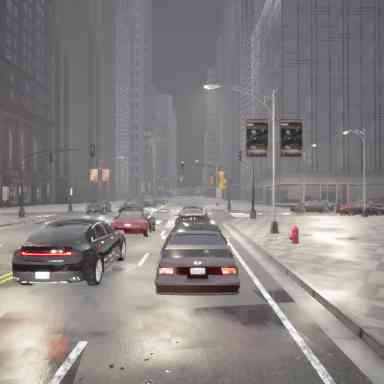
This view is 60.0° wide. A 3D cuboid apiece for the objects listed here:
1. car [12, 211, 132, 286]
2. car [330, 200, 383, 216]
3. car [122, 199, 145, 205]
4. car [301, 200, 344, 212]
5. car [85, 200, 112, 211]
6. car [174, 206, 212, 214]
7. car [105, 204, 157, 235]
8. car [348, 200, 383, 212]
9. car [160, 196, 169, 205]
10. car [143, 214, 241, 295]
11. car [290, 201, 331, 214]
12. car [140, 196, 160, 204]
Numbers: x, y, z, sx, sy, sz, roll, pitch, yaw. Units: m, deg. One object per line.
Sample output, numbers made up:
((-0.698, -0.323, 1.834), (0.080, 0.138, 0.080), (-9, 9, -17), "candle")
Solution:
((-3.149, 1.516, 9.437), (1.837, 1.490, 4.892), (0, 0, 0), "car")
((15.321, 1.576, 30.320), (4.206, 1.307, 1.802), (0, 0, -1), "car")
((-6.594, 1.723, 35.202), (1.895, 1.301, 4.718), (0, -1, 0), "car")
((15.192, 1.661, 38.843), (4.313, 1.339, 1.947), (0, 0, -1), "car")
((-9.845, 1.632, 35.373), (1.837, 1.490, 4.892), (0, 0, 0), "car")
((0.050, 1.543, 18.592), (1.837, 1.490, 4.892), (0, 0, 1), "car")
((-3.147, 1.601, 18.338), (1.994, 1.385, 4.181), (0, 0, 0), "car")
((20.832, 1.642, 38.930), (4.313, 1.339, 1.947), (0, 0, -1), "car")
((-6.492, 1.897, 67.411), (2.033, 1.411, 5.357), (0, 0, 0), "car")
((0.108, 1.557, 8.853), (2.033, 1.411, 5.357), (0, 0, 0), "car")
((12.863, 1.635, 36.051), (4.181, 1.385, 1.994), (0, -1, -2), "car")
((-6.583, 1.798, 51.630), (1.994, 1.385, 4.181), (0, 0, 0), "car")
